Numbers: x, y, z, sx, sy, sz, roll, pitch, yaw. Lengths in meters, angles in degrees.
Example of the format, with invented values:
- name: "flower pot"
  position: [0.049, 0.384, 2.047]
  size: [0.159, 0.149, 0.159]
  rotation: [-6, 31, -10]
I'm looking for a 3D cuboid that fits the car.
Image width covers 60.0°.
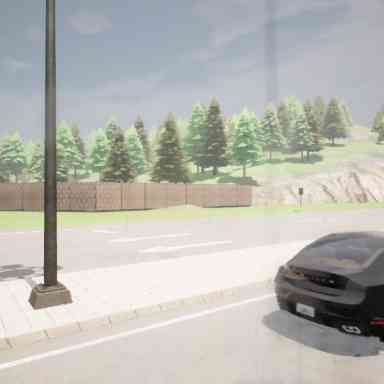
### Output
- name: "car"
  position: [3.653, 1.504, 6.352]
  size: [4.892, 1.490, 1.837]
  rotation: [0, 0, -35]
